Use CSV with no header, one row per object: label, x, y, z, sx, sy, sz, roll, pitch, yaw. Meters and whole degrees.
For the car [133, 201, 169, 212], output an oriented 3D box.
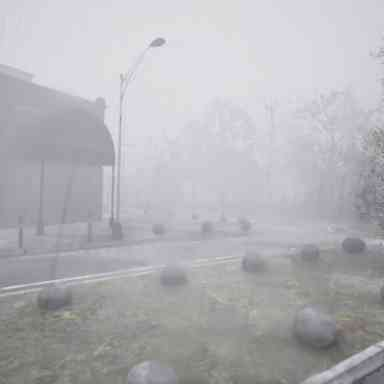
car,-5.246,1.834,42.332,4.718,1.301,1.895,1,-1,35
